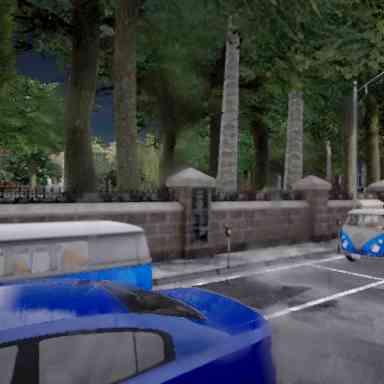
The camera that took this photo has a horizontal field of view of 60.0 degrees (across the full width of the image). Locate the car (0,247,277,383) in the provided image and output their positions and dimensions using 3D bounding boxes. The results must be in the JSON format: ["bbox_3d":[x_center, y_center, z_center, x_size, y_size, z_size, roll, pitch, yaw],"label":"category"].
[{"bbox_3d":[-1.573,1.478,2.253,5.008,1.535,1.882,1,0,-36],"label":"car"}]

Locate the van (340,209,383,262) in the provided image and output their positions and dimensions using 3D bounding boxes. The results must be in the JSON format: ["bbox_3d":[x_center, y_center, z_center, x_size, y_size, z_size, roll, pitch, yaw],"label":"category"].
[{"bbox_3d":[6.694,1.452,11.314,3.998,1.788,1.690,1,-1,-36],"label":"van"}]

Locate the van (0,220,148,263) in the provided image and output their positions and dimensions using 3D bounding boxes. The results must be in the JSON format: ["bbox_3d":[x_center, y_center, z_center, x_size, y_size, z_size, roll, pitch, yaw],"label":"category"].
[{"bbox_3d":[-2.516,1.348,4.740,3.998,1.788,1.690,1,-1,-36],"label":"van"}]
